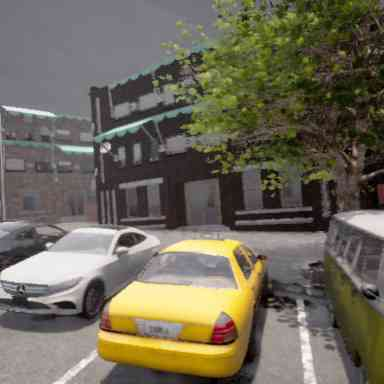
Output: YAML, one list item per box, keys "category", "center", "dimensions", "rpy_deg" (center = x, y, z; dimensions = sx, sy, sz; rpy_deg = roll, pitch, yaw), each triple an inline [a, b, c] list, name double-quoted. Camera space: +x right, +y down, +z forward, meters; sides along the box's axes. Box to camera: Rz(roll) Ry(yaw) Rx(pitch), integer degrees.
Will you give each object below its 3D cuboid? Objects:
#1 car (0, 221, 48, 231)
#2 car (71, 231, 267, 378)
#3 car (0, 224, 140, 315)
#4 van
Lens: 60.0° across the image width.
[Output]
- category: "car"
  center: [-4.627, 1.545, 9.404]
  dimensions: [2.002, 1.452, 4.674]
  rpy_deg: [0, -1, 16]
- category: "car"
  center: [0.342, 1.492, 6.056]
  dimensions: [1.946, 1.575, 5.366]
  rpy_deg: [0, -1, 16]
- category: "car"
  center: [-2.159, 1.539, 7.648]
  dimensions: [2.002, 1.452, 4.674]
  rpy_deg: [0, -1, 16]
- category: "van"
  center: [2.718, 1.259, 3.997]
  dimensions: [1.878, 1.987, 4.442]
  rpy_deg: [0, -1, 16]
